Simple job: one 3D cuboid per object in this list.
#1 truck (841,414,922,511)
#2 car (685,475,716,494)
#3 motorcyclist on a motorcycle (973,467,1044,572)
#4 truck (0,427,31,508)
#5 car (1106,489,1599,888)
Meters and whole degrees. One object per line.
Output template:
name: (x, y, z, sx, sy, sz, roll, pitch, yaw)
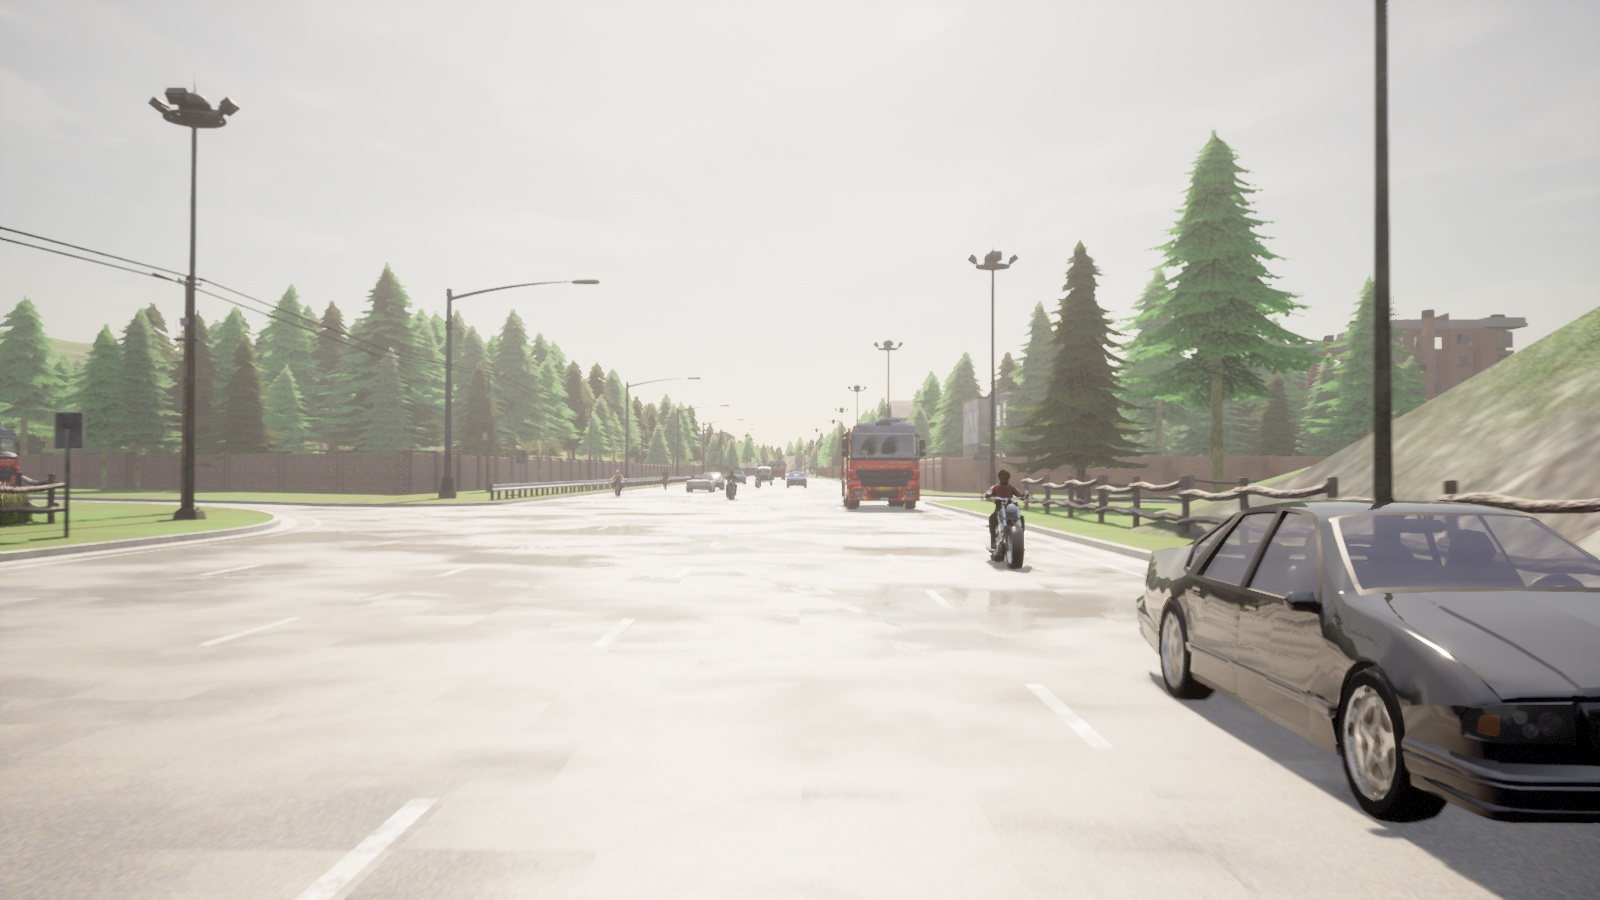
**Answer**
truck: (3.363, 0.557, 54.067, 2.891, 3.827, 8.468, 0, -1, 0)
car: (-7.225, 2.508, 91.851, 1.895, 1.301, 4.718, 0, -1, 0)
motorcyclist on a motorcycle: (3.448, 1.108, 20.959, 0.766, 1.649, 2.350, 0, -1, 0)
truck: (-41.838, 0.864, 61.496, 8.468, 3.827, 2.891, -1, -1, 25)
car: (3.482, 0.974, 7.389, 2.033, 1.411, 5.357, 0, -1, 0)
